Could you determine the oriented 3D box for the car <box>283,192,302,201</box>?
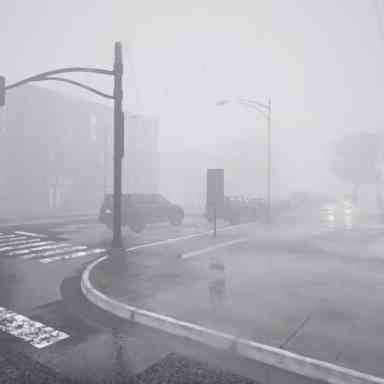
[{"bbox_3d":[17.816,0.758,58.683,1.752,1.417,4.829,1,2,35],"label":"car"}]

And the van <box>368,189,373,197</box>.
[{"bbox_3d":[40.585,0.300,76.849,1.690,1.788,3.998,1,2,35],"label":"van"}]

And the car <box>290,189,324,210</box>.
[{"bbox_3d":[12.196,0.892,35.831,2.192,1.841,5.009,1,2,35],"label":"car"}]

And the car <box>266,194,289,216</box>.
[{"bbox_3d":[5.885,1.151,26.717,1.967,1.590,4.097,1,2,35],"label":"car"}]

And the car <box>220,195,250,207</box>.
[{"bbox_3d":[5.295,1.068,40.594,1.947,1.339,4.313,1,2,35],"label":"car"}]

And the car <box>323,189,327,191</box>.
[{"bbox_3d":[27.377,0.464,72.494,1.967,1.590,4.097,1,2,35],"label":"car"}]

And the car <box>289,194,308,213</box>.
[{"bbox_3d":[9.039,1.195,31.278,2.008,1.369,4.403,1,2,35],"label":"car"}]

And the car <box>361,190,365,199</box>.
[{"bbox_3d":[31.119,0.749,63.181,1.802,1.307,4.206,1,2,35],"label":"car"}]

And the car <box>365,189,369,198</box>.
[{"bbox_3d":[34.371,0.621,67.877,1.752,1.417,4.829,1,2,35],"label":"car"}]

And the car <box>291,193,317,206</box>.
[{"bbox_3d":[15.046,0.923,44.604,1.882,1.535,5.008,1,1,35],"label":"car"}]

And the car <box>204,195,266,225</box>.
[{"bbox_3d":[2.732,1.093,22.157,2.192,1.841,5.009,1,2,35],"label":"car"}]

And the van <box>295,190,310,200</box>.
[{"bbox_3d":[21.069,0.503,63.376,1.690,1.788,3.998,1,2,35],"label":"van"}]

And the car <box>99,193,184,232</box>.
[{"bbox_3d":[-2.708,1.043,19.043,2.150,2.045,5.566,1,1,35],"label":"car"}]

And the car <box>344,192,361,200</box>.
[{"bbox_3d":[27.965,0.787,58.623,2.008,1.369,4.403,1,2,35],"label":"car"}]

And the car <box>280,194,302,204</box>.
[{"bbox_3d":[14.823,0.970,49.650,1.895,1.301,4.718,1,1,35],"label":"car"}]

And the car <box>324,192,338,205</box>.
[{"bbox_3d":[18.502,1.007,44.951,1.947,1.339,4.313,1,2,35],"label":"car"}]

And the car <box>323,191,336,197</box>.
[{"bbox_3d":[33.684,0.435,81.612,2.008,1.369,4.403,2,2,35],"label":"car"}]
